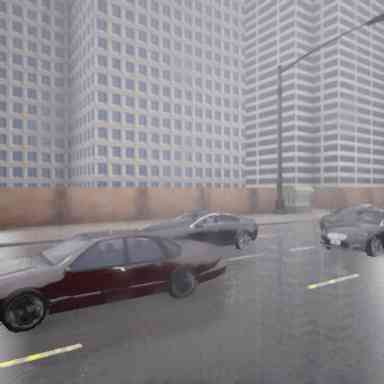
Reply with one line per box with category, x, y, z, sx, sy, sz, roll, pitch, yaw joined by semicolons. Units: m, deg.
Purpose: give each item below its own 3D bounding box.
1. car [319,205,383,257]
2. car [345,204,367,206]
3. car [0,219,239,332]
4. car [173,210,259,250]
car;6.982;1.457;12.817;4.902;1.511;2.128;0;0;-34
car;9.052;1.456;18.399;4.892;1.490;1.837;0;0;-33
car;-1.775;1.540;6.969;5.357;1.411;2.033;0;0;-33
car;0.346;1.470;12.599;4.902;1.511;2.128;0;0;-34
